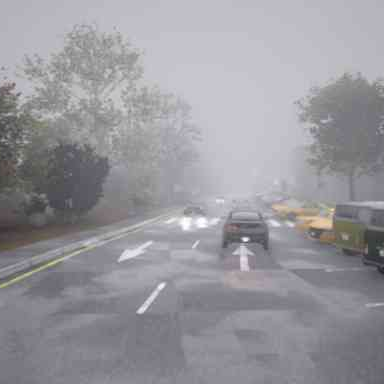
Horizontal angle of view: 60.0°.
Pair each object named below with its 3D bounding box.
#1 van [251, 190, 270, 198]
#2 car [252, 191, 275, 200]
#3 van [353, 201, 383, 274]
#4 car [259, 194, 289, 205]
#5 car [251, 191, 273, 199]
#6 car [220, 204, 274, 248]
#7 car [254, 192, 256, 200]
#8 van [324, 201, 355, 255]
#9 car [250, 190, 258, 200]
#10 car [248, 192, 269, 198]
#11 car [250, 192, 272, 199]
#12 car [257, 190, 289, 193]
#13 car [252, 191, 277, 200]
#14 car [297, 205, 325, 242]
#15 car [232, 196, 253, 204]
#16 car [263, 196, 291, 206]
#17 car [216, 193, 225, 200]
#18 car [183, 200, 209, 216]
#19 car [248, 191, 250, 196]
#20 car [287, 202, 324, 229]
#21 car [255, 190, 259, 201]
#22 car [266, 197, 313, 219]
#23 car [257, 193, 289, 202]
[{"bbox_3d":[17.771,0.586,86.081,4.442,1.987,1.878,1,0,-12],"label":"van"},{"bbox_3d":[15.931,0.788,74.157,4.553,1.767,2.185,1,0,-12],"label":"car"},{"bbox_3d":[6.931,1.331,8.791,4.442,1.987,1.878,1,0,-13],"label":"van"},{"bbox_3d":[11.283,1.304,41.470,4.674,1.452,2.002,1,1,-12],"label":"car"},{"bbox_3d":[16.845,0.737,80.105,4.553,1.767,2.185,1,1,-12],"label":"car"},{"bbox_3d":[2.342,1.521,14.873,1.837,1.490,4.892,1,0,8],"label":"car"},{"bbox_3d":[12.972,1.165,53.359,4.674,1.452,2.002,1,1,-12],"label":"car"},{"bbox_3d":[7.321,1.333,11.766,4.442,1.987,1.878,1,0,-13],"label":"van"},{"bbox_3d":[13.391,0.841,56.304,5.566,2.045,2.435,1,1,-12],"label":"car"},{"bbox_3d":[18.305,0.751,91.965,5.366,1.575,1.946,1,1,-12],"label":"car"},{"bbox_3d":[17.225,0.835,83.085,5.008,1.535,2.097,1,0,-12],"label":"car"},{"bbox_3d":[12.160,1.068,47.415,4.553,1.767,2.185,1,1,-12],"label":"car"},{"bbox_3d":[15.505,0.816,71.186,4.553,1.767,2.185,1,0,-12],"label":"car"},{"bbox_3d":[7.598,1.558,14.703,5.008,1.535,2.097,1,1,-12],"label":"car"},{"bbox_3d":[5.189,1.405,35.520,1.895,1.301,4.718,1,1,8],"label":"car"},{"bbox_3d":[9.435,1.405,29.546,5.366,1.575,1.946,1,1,-12],"label":"car"},{"bbox_3d":[6.147,0.882,71.601,2.128,1.511,4.902,1,1,8],"label":"car"},{"bbox_3d":[0.413,1.429,30.609,1.895,1.301,4.718,1,1,8],"label":"car"},{"bbox_3d":[14.661,0.748,65.231,5.566,2.045,2.435,1,1,-12],"label":"car"},{"bbox_3d":[8.165,1.553,17.722,5.366,1.575,1.946,1,0,-12],"label":"car"},{"bbox_3d":[12.585,1.033,50.386,4.553,1.767,2.185,1,1,-12],"label":"car"},{"bbox_3d":[9.024,1.442,26.573,5.366,1.575,1.946,1,1,-12],"label":"car"},{"bbox_3d":[11.674,1.256,44.436,4.792,1.488,2.163,1,1,-12],"label":"car"}]
